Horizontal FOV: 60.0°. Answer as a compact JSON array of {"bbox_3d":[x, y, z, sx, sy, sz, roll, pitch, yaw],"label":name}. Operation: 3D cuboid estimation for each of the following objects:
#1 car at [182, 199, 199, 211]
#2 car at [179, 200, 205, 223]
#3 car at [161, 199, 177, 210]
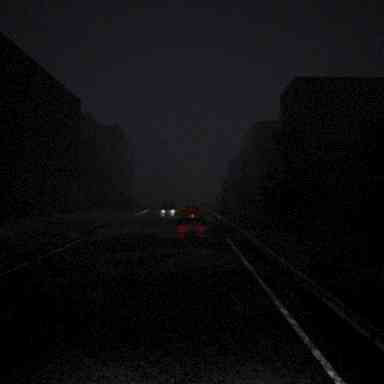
[{"bbox_3d":[-0.206,1.671,42.885,1.994,1.385,4.181,0,0,-1],"label":"car"},{"bbox_3d":[0.014,1.541,26.171,1.882,1.535,5.008,0,0,-1],"label":"car"},{"bbox_3d":[-3.093,1.658,45.588,2.033,1.411,5.357,0,0,-1],"label":"car"}]
